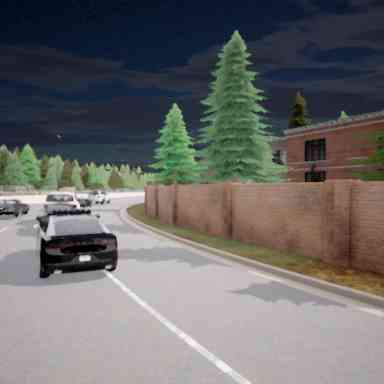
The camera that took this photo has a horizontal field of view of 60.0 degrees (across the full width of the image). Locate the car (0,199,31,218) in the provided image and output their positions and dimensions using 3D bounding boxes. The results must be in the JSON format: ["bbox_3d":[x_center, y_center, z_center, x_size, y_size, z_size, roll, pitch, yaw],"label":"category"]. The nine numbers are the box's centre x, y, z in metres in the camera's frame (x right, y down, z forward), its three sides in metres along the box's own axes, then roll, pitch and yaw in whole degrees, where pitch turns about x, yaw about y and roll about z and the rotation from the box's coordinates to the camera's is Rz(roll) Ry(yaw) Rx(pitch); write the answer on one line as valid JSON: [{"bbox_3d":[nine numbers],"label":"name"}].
[{"bbox_3d":[-14.637,1.284,26.991,2.033,1.411,5.357,0,0,-14],"label":"car"}]

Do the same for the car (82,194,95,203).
[{"bbox_3d":[-13.759,1.242,41.136,1.994,1.385,4.181,1,0,-4],"label":"car"}]

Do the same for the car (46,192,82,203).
[{"bbox_3d":[-8.924,1.033,22.953,2.150,2.045,5.566,0,0,-18],"label":"car"}]

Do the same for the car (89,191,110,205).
[{"bbox_3d":[-14.298,0.847,51.188,2.150,2.045,5.566,1,0,2],"label":"car"}]

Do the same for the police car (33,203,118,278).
[{"bbox_3d":[-3.701,1.344,10.183,1.930,1.638,5.238,0,0,-27],"label":"police car"}]

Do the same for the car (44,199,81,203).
[{"bbox_3d":[-7.182,1.355,18.014,1.837,1.490,4.892,0,0,-21],"label":"car"}]
